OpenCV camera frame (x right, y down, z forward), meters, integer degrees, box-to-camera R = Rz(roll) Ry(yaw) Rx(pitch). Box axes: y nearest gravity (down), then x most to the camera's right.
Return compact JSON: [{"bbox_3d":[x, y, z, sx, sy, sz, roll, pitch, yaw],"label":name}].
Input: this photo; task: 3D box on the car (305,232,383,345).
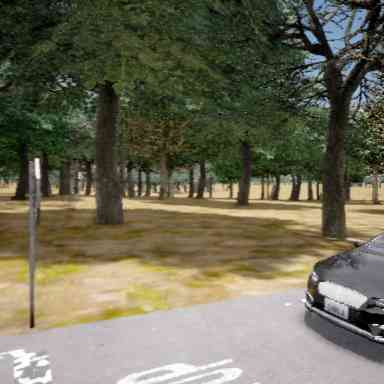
[{"bbox_3d":[4.131,1.362,5.691,4.902,1.511,2.128,1,3,-28],"label":"car"}]
